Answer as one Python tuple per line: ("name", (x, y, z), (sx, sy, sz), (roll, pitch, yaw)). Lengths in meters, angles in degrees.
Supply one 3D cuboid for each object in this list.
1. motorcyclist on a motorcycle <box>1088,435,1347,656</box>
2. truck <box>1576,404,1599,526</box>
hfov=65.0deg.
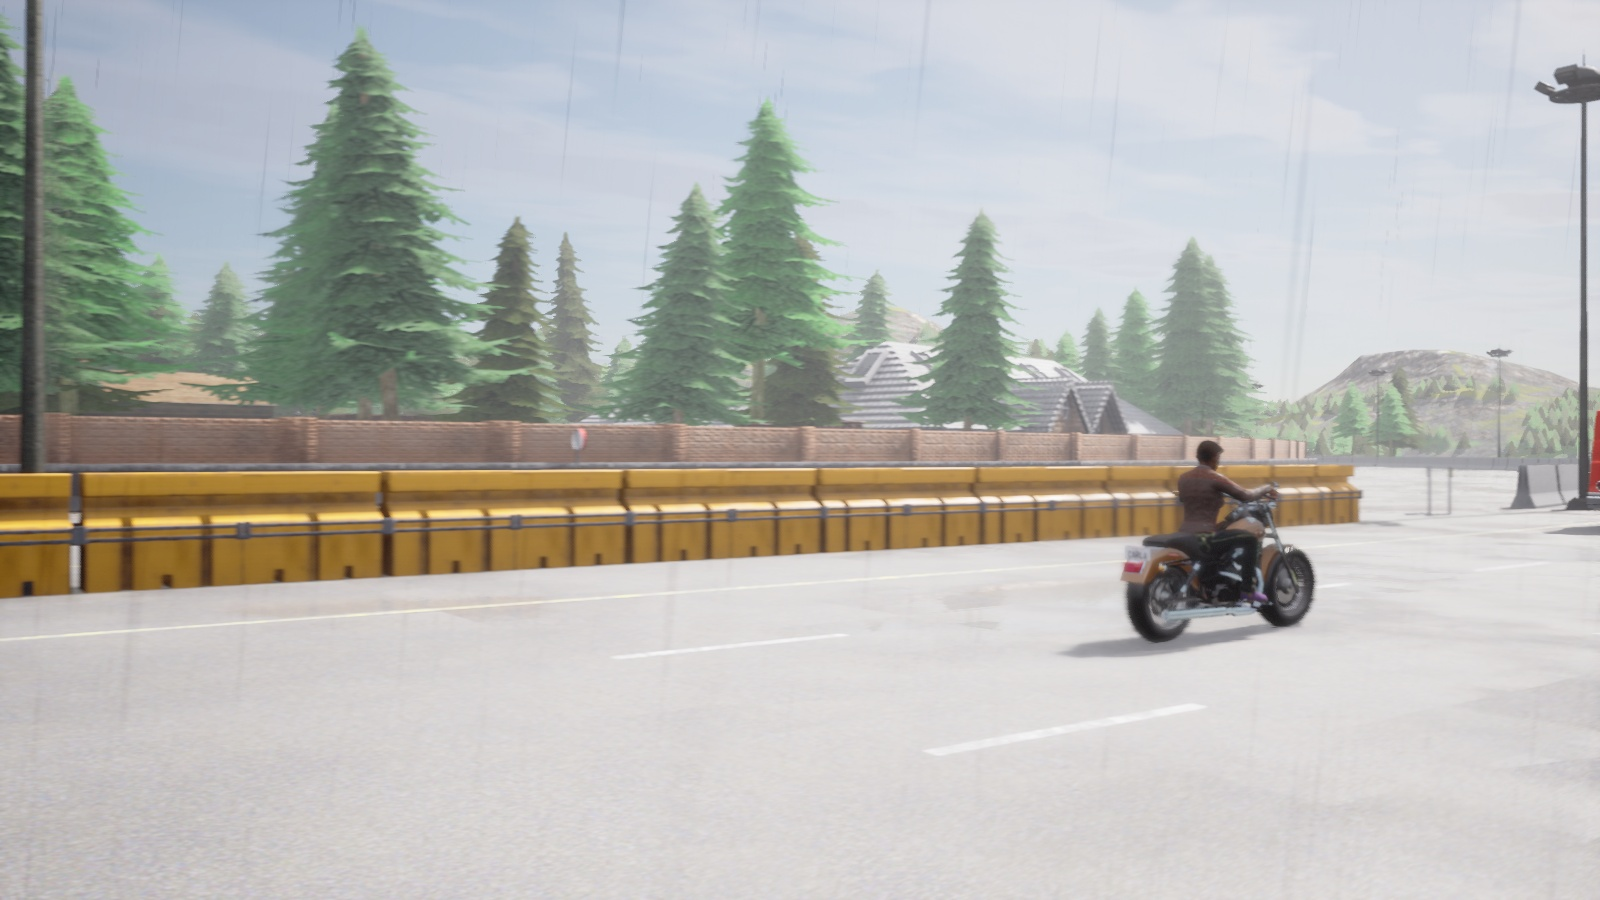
("motorcyclist on a motorcycle", (3.477, 0.714, 10.346), (2.350, 1.649, 0.766), (0, 0, -35))
("truck", (18.637, 0.289, 26.265), (5.204, 2.467, 2.627), (0, 0, -41))
